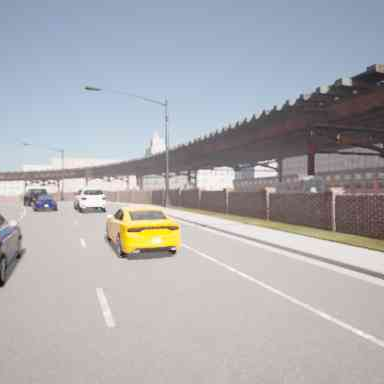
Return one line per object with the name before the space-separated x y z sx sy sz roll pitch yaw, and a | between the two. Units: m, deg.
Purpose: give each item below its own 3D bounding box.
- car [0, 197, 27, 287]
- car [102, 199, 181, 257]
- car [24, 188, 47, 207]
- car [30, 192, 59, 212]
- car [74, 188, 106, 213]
car | -5.710 1.181 8.513 2.097 1.767 4.553 0 1 -21
car | -1.944 1.248 12.161 1.882 1.535 5.008 0 1 -21
car | -18.337 0.606 39.102 2.150 2.045 5.566 0 0 -34
car | -13.250 0.959 29.972 1.812 1.442 4.674 0 1 -27
car | -9.138 0.669 29.588 2.150 2.045 5.566 0 1 -25
